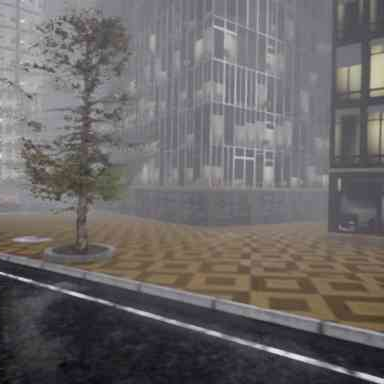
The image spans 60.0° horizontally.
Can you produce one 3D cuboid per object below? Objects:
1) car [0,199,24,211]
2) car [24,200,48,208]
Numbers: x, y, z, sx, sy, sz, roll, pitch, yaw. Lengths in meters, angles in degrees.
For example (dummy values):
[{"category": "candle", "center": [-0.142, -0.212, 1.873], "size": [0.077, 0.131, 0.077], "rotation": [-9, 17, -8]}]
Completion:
[{"category": "car", "center": [-27.123, 1.905, 47.179], "size": [5.009, 1.841, 2.192], "rotation": [0, 1, -34]}, {"category": "car", "center": [-26.898, 2.011, 56.887], "size": [4.403, 1.369, 2.008], "rotation": [0, 1, -34]}]
